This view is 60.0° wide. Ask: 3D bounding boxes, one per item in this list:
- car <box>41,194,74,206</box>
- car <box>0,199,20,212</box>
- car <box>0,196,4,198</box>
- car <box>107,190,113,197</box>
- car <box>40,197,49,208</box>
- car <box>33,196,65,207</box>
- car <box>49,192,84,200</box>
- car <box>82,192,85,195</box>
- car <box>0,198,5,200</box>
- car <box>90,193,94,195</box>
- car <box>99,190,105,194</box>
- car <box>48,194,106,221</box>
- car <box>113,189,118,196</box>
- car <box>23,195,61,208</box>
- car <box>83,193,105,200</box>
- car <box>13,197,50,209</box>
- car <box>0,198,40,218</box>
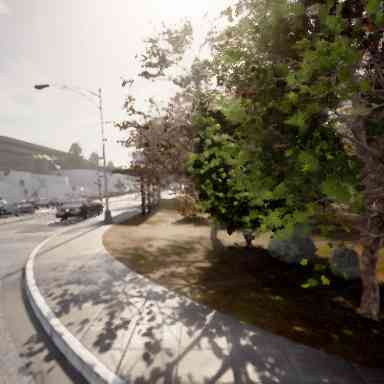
[{"bbox_3d":[-23.985,1.447,59.560,5.366,1.575,1.946,-5,1,-19],"label":"car"},{"bbox_3d":[-24.513,1.786,41.615,4.892,1.521,2.231,-5,1,-19],"label":"car"},{"bbox_3d":[-24.605,1.596,38.610,5.566,2.045,2.435,-5,1,-19],"label":"car"},{"bbox_3d":[-23.643,0.904,86.349,4.674,1.452,2.002,-5,2,-19],"label":"car"},{"bbox_3d":[-19.405,1.468,44.891,2.033,1.411,5.357,-3,1,2],"label":"car"},{"bbox_3d":[-24.242,1.544,56.504,4.792,1.488,2.163,-5,1,-19],"label":"car"},{"bbox_3d":[-16.446,1.237,43.901,1.882,1.535,5.008,-3,1,1],"label":"car"},{"bbox_3d":[-24.024,1.234,65.469,4.553,1.767,2.185,-5,1,-19],"label":"car"},{"bbox_3d":[-19.681,1.708,32.555,1.812,1.442,4.674,-3,1,1],"label":"car"},{"bbox_3d":[-23.923,1.282,71.430,4.674,1.452,2.002,-5,1,-19],"label":"car"},{"bbox_3d":[-23.644,1.088,77.465,5.366,1.575,1.946,-5,1,-19],"label":"car"},{"bbox_3d":[-7.961,1.202,23.953,2.033,1.411,5.357,-3,1,1],"label":"car"},{"bbox_3d":[-23.639,0.529,89.311,5.566,2.045,2.435,-5,2,-19],"label":"car"},{"bbox_3d":[-24.101,1.544,53.596,5.366,1.575,1.946,-5,1,-19],"label":"car"},{"bbox_3d":[-23.732,1.058,80.394,4.792,1.488,2.163,-5,1,-19],"label":"car"},{"bbox_3d":[-24.325,1.653,50.553,4.674,1.452,2.002,-5,1,-19],"label":"car"},{"bbox_3d":[-16.709,1.588,31.524,1.994,1.385,4.181,-3,1,3],"label":"car"}]
